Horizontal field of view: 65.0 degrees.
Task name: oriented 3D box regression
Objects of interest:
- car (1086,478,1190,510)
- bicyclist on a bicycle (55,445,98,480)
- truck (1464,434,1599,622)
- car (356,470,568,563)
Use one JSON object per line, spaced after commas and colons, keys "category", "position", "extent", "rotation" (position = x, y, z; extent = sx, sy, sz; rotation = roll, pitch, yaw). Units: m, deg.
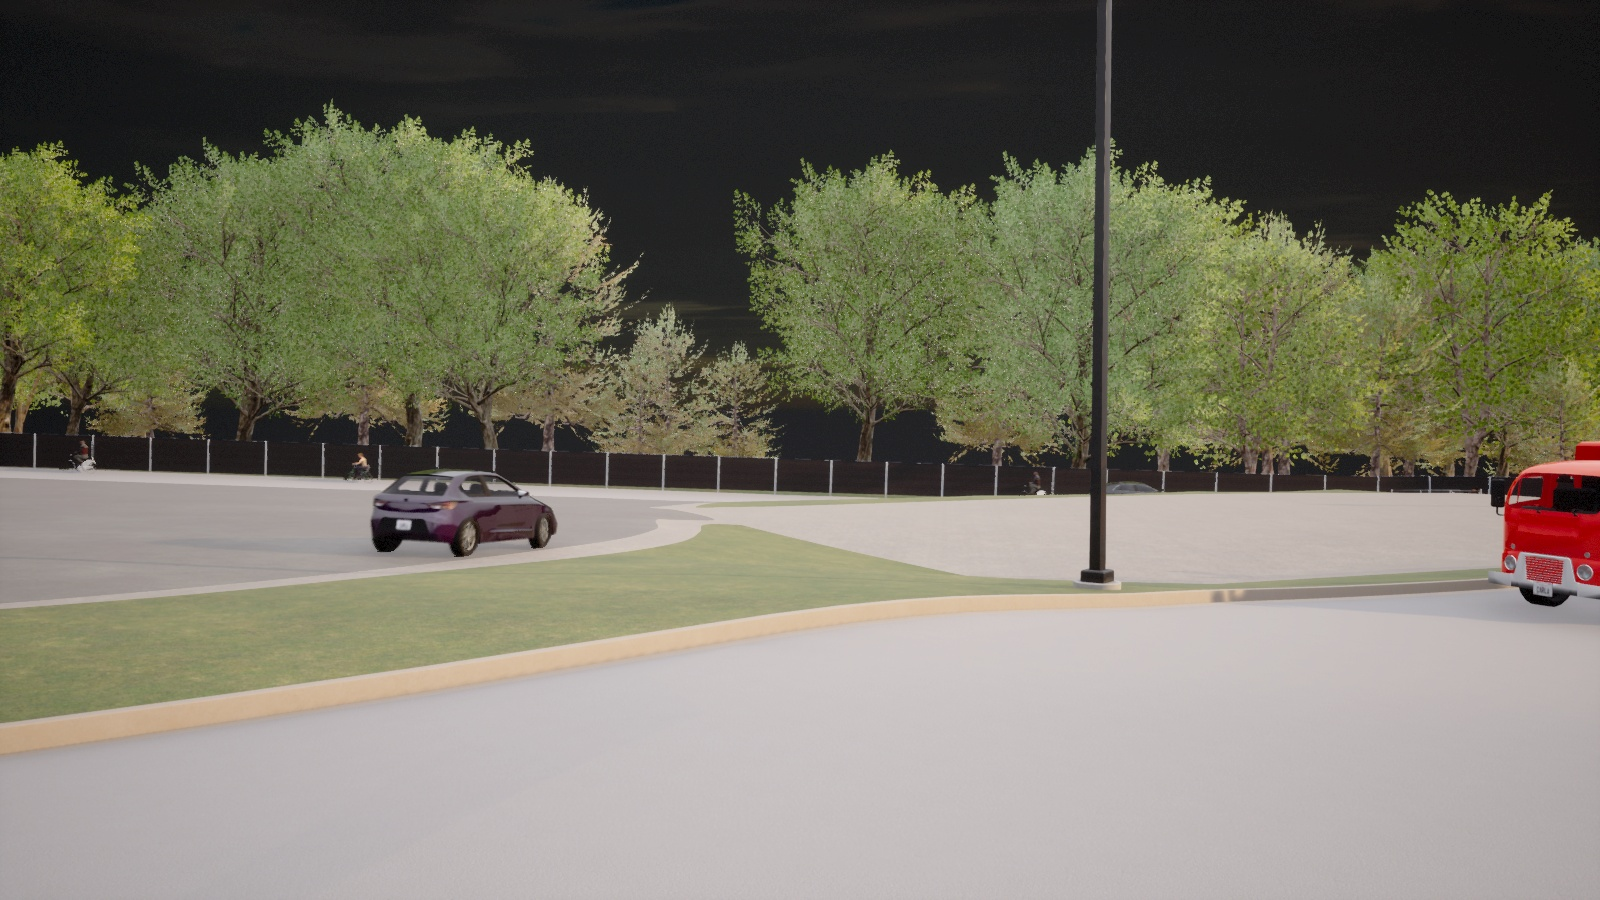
{"category": "car", "position": [17.692, 2.301, 65.888], "extent": [4.892, 1.490, 1.837], "rotation": [1, 2, -1]}
{"category": "bicyclist on a bicycle", "position": [-38.077, 0.670, 66.094], "extent": [1.843, 1.776, 0.659], "rotation": [2, 2, -1]}
{"category": "truck", "position": [12.803, 1.018, 18.326], "extent": [5.204, 2.467, 2.627], "rotation": [0, 2, -20]}
{"category": "car", "position": [-6.029, 1.146, 22.968], "extent": [1.816, 1.474, 4.193], "rotation": [1, -1, 16]}
